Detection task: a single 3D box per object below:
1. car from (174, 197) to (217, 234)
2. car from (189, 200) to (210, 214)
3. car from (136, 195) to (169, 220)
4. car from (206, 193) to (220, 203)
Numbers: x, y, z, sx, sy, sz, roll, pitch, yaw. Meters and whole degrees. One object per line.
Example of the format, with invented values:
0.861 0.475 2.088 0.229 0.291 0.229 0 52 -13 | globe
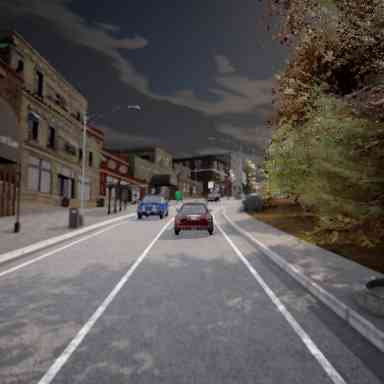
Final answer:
0.114 1.391 19.481 2.097 1.767 4.553 0 0 0 | car
0.913 1.653 36.805 1.895 1.301 4.718 -1 0 5 | car
-3.347 1.289 29.342 2.150 2.045 5.566 0 0 3 | car
4.390 1.337 69.945 2.150 2.045 5.566 -2 0 18 | car
